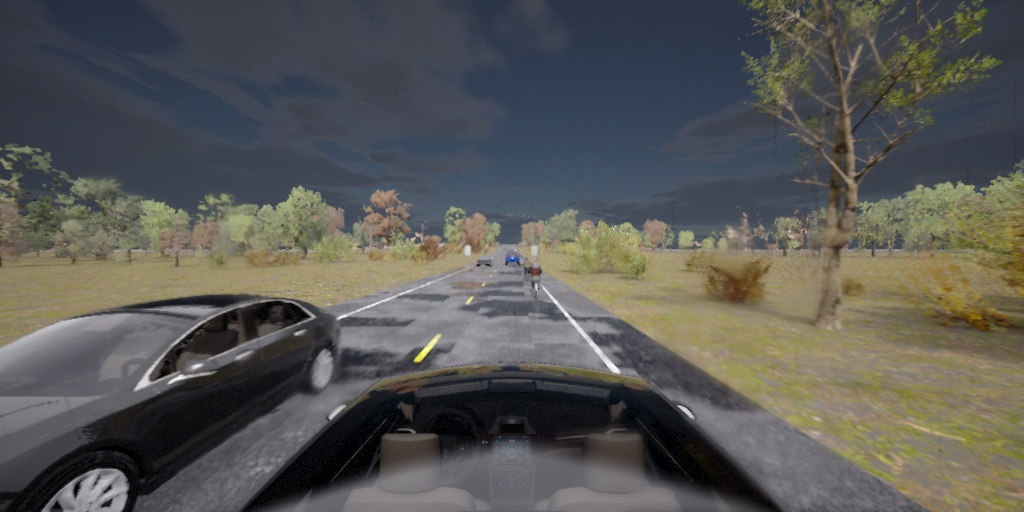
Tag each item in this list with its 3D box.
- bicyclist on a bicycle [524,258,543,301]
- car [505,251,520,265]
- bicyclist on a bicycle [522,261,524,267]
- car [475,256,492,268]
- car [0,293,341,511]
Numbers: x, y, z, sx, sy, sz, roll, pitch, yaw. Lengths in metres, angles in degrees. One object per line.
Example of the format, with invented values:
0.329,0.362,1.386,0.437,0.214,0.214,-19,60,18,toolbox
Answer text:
0.964,0.955,14.934,0.659,1.776,1.843,0,1,0,bicyclist on a bicycle
0.091,0.309,54.894,2.150,2.045,5.566,0,1,0,car
0.966,0.931,23.499,0.582,1.620,1.656,0,0,0,bicyclist on a bicycle
-3.550,0.740,46.325,2.033,1.411,5.357,0,1,1,car
-3.599,1.230,3.726,1.837,1.490,4.892,0,1,0,car
